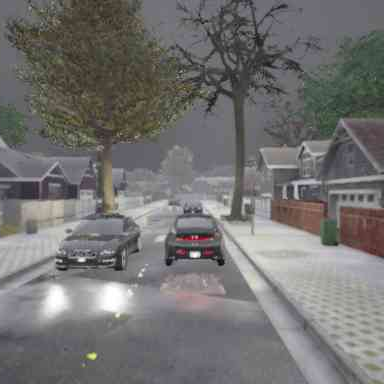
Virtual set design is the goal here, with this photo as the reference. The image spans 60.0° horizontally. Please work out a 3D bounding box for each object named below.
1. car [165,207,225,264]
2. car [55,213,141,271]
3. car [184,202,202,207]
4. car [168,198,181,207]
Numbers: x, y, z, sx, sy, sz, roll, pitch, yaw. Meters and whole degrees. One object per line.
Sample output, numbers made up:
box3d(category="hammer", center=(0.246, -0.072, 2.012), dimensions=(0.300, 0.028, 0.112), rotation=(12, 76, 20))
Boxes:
box3d(category="car", center=(0.089, 1.512, 11.776), dimensions=(1.837, 1.490, 4.892), rotation=(0, 0, 0))
box3d(category="car", center=(-2.851, 1.511, 11.017), dimensions=(1.837, 1.490, 4.892), rotation=(0, 0, 0))
box3d(category="car", center=(0.100, 1.646, 34.119), dimensions=(1.895, 1.301, 4.718), rotation=(0, 0, 0))
box3d(category="car", center=(-2.811, 1.638, 54.351), dimensions=(2.033, 1.411, 5.357), rotation=(0, 0, 1))
